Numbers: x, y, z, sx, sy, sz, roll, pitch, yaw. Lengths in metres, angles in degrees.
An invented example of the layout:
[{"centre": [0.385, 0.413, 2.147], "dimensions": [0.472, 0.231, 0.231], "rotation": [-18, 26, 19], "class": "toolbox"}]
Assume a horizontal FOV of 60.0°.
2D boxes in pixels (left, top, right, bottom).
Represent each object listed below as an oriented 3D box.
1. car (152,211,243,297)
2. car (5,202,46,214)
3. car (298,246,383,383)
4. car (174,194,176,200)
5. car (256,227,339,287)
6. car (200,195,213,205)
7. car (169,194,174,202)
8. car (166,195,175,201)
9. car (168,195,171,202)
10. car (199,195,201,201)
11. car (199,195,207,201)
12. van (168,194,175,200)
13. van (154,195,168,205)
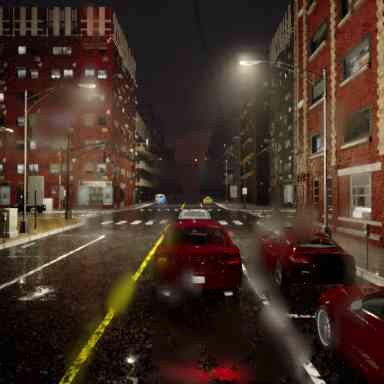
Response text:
[{"centre": [0.111, 1.480, 8.649], "dimensions": [1.882, 1.535, 5.008], "rotation": [0, 0, 0], "class": "car"}, {"centre": [-18.655, 1.730, 37.382], "dimensions": [4.313, 1.339, 1.947], "rotation": [0, -1, 0], "class": "car"}, {"centre": [2.672, 1.583, 3.311], "dimensions": [1.802, 1.307, 4.206], "rotation": [1, 0, 0], "class": "car"}, {"centre": [-5.557, 1.553, 80.712], "dimensions": [1.752, 1.417, 4.829], "rotation": [1, 0, 0], "class": "car"}, {"centre": [2.851, 1.584, 8.967], "dimensions": [1.802, 1.307, 4.206], "rotation": [1, 0, 0], "class": "car"}, {"centre": [2.789, 1.543, 58.391], "dimensions": [1.752, 1.417, 4.829], "rotation": [1, 0, 0], "class": "car"}, {"centre": [-5.566, 1.607, 75.229], "dimensions": [1.802, 1.307, 4.206], "rotation": [1, 0, 0], "class": "car"}, {"centre": [-5.549, 1.582, 86.534], "dimensions": [2.008, 1.369, 4.403], "rotation": [1, 0, 0], "class": "car"}, {"centre": [-5.583, 1.602, 63.925], "dimensions": [1.802, 1.307, 4.206], "rotation": [1, 0, 0], "class": "car"}, {"centre": [2.823, 1.572, 80.831], "dimensions": [1.887, 1.381, 4.507], "rotation": [1, 0, 0], "class": "car"}, {"centre": [2.831, 1.597, 86.482], "dimensions": [1.947, 1.339, 4.313], "rotation": [1, 0, 0], "class": "car"}, {"centre": [-5.537, 1.376, 92.186], "dimensions": [1.690, 1.788, 3.998], "rotation": [1, 0, 0], "class": "van"}, {"centre": [-5.588, 1.359, 58.273], "dimensions": [1.690, 1.788, 3.998], "rotation": [1, 0, 0], "class": "van"}]
